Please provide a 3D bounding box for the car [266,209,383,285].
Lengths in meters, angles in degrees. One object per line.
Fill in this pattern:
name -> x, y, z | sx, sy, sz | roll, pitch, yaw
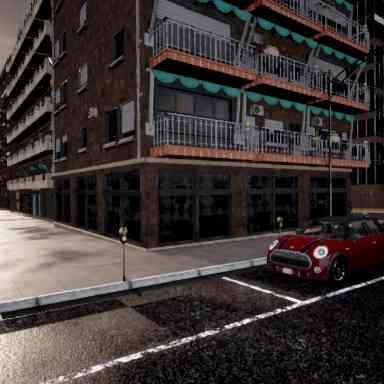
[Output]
car -> 3.987, 1.438, 9.431 | 4.097, 1.590, 1.967 | 0, -1, -36
